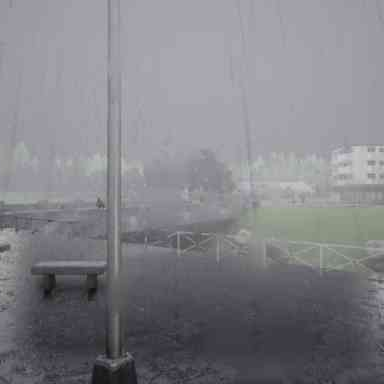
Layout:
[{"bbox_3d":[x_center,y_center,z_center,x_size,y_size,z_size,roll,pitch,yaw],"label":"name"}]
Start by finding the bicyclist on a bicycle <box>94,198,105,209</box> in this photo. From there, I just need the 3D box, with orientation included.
[{"bbox_3d":[-8.277,1.349,29.809,1.656,1.620,0.582,0,0,35],"label":"bicyclist on a bicycle"}]

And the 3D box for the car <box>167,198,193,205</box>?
[{"bbox_3d":[-1.583,1.564,46.430,1.994,1.385,4.181,0,0,35],"label":"car"}]
